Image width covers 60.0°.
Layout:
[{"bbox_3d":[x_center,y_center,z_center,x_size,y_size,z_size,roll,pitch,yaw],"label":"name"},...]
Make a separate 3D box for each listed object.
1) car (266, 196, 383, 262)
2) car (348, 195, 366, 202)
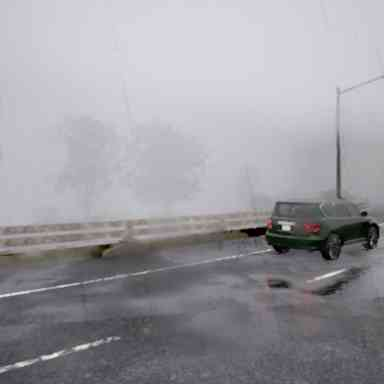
[{"bbox_3d":[5.097,1.261,12.660,5.566,2.045,2.150,0,0,-42],"label":"car"},{"bbox_3d":[39.918,1.599,80.510,2.128,1.511,4.902,0,0,4],"label":"car"}]
